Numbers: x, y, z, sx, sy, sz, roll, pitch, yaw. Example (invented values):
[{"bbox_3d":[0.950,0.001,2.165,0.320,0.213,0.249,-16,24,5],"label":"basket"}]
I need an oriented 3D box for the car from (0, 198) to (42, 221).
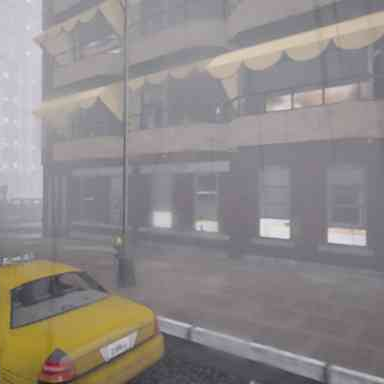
[{"bbox_3d":[-15.539,1.487,29.299,2.192,1.841,5.009,0,0,36],"label":"car"}]

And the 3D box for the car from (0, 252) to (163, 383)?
[{"bbox_3d":[-2.621,1.548,4.721,4.829,1.417,1.752,0,1,35],"label":"car"}]

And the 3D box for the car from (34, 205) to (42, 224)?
[{"bbox_3d":[-8.738,1.792,24.404,1.887,1.381,4.507,0,0,36],"label":"car"}]
